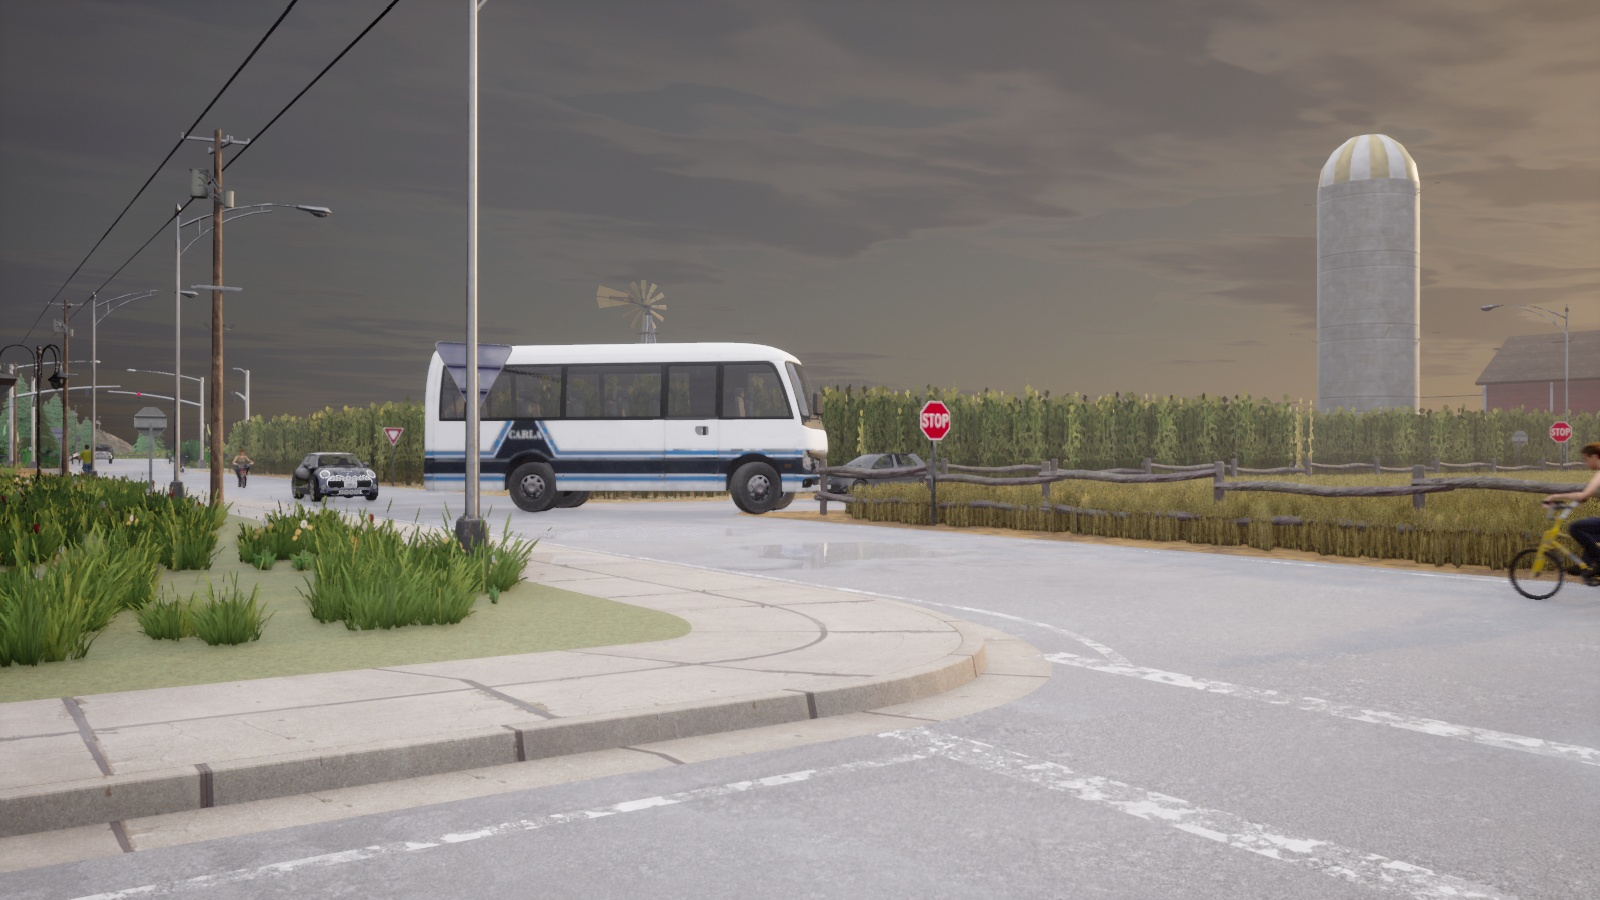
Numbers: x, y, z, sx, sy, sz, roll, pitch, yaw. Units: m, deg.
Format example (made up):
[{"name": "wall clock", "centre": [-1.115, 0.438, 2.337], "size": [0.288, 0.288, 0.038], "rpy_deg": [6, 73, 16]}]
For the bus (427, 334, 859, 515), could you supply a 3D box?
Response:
[{"name": "bus", "centre": [-3.829, -0.553, 32.166], "size": [10.273, 4.253, 3.944], "rpy_deg": [0, 0, 9]}]

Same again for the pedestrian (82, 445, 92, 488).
[{"name": "pedestrian", "centre": [-30.983, 0.719, 54.567], "size": [0.354, 1.836, 0.706], "rpy_deg": [0, 0, -34]}]

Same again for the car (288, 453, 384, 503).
[{"name": "car", "centre": [-14.474, 0.836, 39.057], "size": [1.970, 1.475, 3.806], "rpy_deg": [0, 0, -34]}]

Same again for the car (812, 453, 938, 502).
[{"name": "car", "centre": [2.392, 0.851, 40.052], "size": [3.633, 1.501, 1.845], "rpy_deg": [0, 0, -34]}]

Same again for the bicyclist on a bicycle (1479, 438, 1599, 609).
[{"name": "bicyclist on a bicycle", "centre": [7.708, 0.695, 12.427], "size": [0.866, 1.612, 1.509], "rpy_deg": [0, 0, -34]}]
